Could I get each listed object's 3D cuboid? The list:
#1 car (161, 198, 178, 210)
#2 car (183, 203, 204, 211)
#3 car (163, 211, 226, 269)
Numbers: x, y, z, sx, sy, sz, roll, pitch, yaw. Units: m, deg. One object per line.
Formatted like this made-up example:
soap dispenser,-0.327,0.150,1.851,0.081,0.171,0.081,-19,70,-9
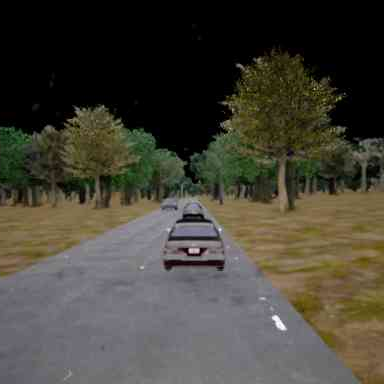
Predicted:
car,-3.050,1.602,46.325,2.097,1.767,4.553,0,0,0
car,0.109,1.731,31.541,1.994,1.385,4.181,0,0,0
car,0.075,1.604,11.277,2.033,1.411,5.357,0,0,0
